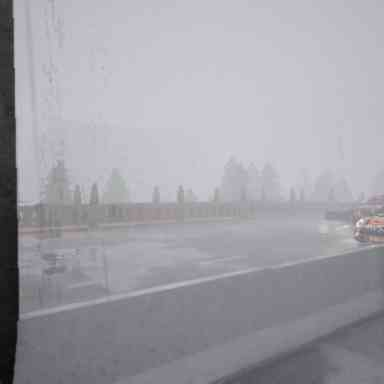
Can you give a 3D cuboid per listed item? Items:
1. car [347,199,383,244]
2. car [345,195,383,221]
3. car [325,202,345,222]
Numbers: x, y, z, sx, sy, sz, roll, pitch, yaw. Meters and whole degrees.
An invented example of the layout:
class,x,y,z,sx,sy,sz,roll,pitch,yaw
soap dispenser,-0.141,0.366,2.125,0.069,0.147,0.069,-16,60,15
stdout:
class,x,y,z,sx,sy,sz,roll,pitch,yaw
car,9.291,1.353,14.916,4.553,1.767,2.097,0,0,-35
car,12.666,1.222,21.621,5.566,2.045,2.150,0,0,-35
car,12.254,1.485,25.624,5.008,1.535,1.882,0,0,-35
